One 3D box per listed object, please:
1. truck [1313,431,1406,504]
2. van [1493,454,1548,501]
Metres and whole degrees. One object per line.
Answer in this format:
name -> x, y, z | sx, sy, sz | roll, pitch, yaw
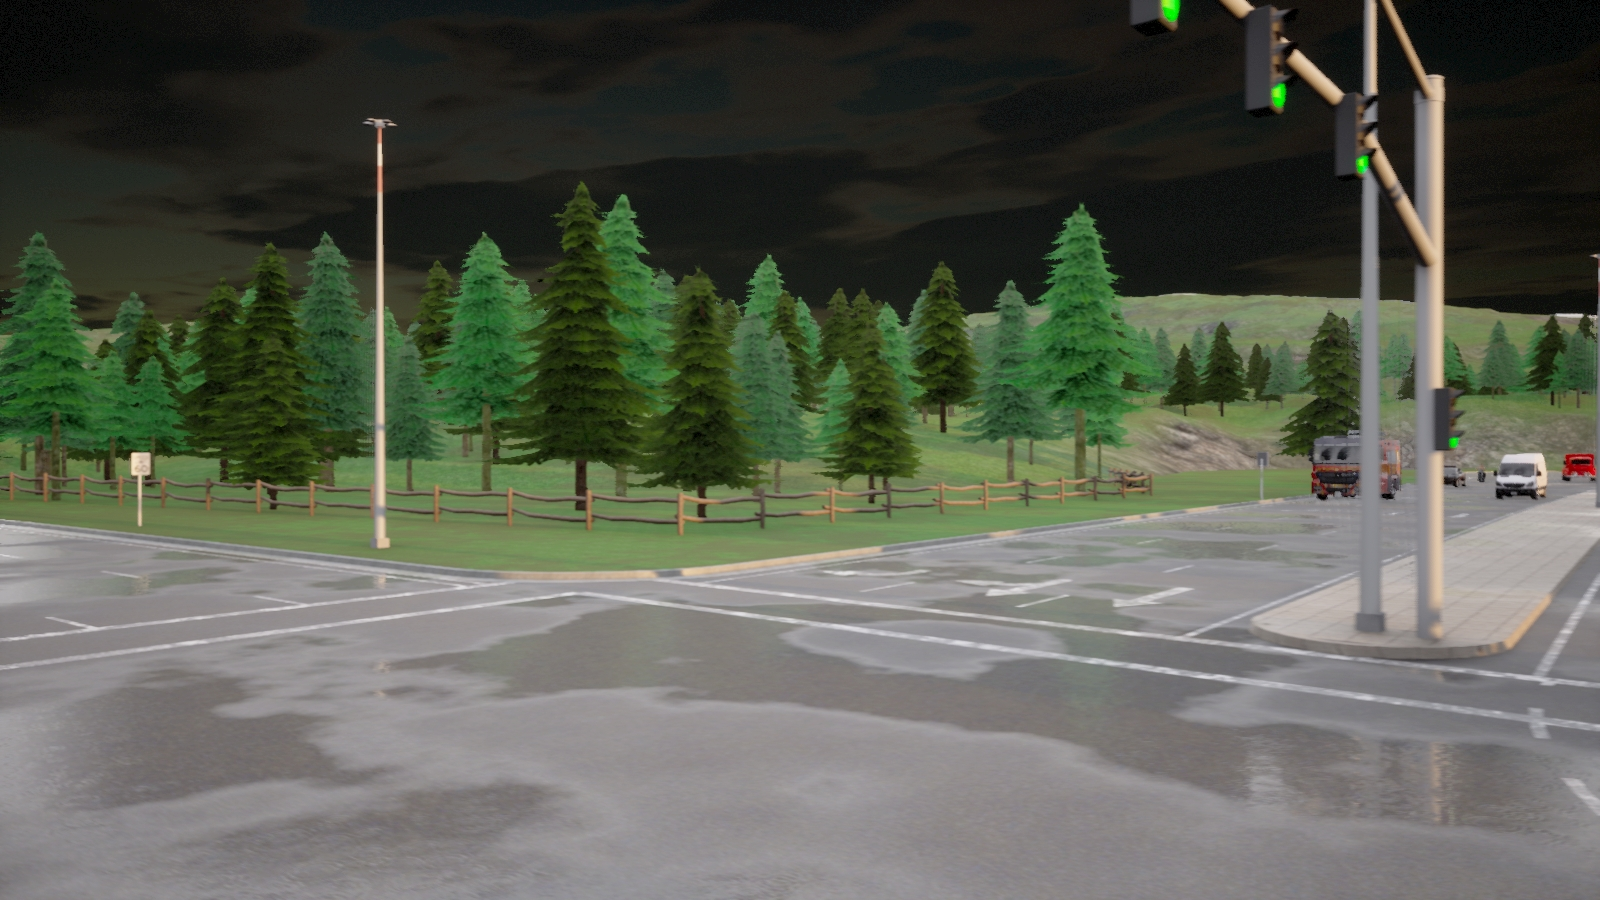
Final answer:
truck -> 31.474, 0.895, 64.068 | 2.891, 3.827, 8.468 | 0, 0, 39
van -> 41.427, 1.536, 65.610 | 1.988, 2.561, 5.915 | 0, 0, 39
